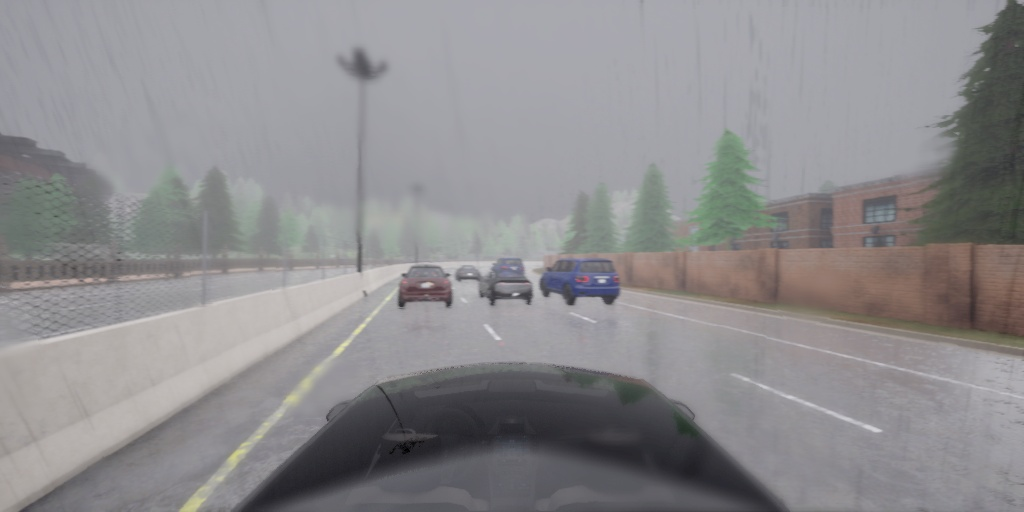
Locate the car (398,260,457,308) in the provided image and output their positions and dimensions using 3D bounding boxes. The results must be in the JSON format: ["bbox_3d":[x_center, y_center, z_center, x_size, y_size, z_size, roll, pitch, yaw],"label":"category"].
[{"bbox_3d":[-3.764,1.155,15.697,2.097,1.767,4.553,1,-1,-13],"label":"car"}]

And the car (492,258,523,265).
[{"bbox_3d":[-0.415,1.186,31.849,2.150,2.045,5.566,1,0,-13],"label":"car"}]

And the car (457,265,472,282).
[{"bbox_3d":[-3.883,1.484,31.328,1.994,1.385,4.181,1,0,-13],"label":"car"}]

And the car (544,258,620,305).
[{"bbox_3d":[3.057,1.123,17.270,2.150,2.045,5.566,1,0,-13],"label":"car"}]

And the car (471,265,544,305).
[{"bbox_3d":[-0.411,1.349,16.723,2.128,1.511,4.902,1,0,-13],"label":"car"}]
